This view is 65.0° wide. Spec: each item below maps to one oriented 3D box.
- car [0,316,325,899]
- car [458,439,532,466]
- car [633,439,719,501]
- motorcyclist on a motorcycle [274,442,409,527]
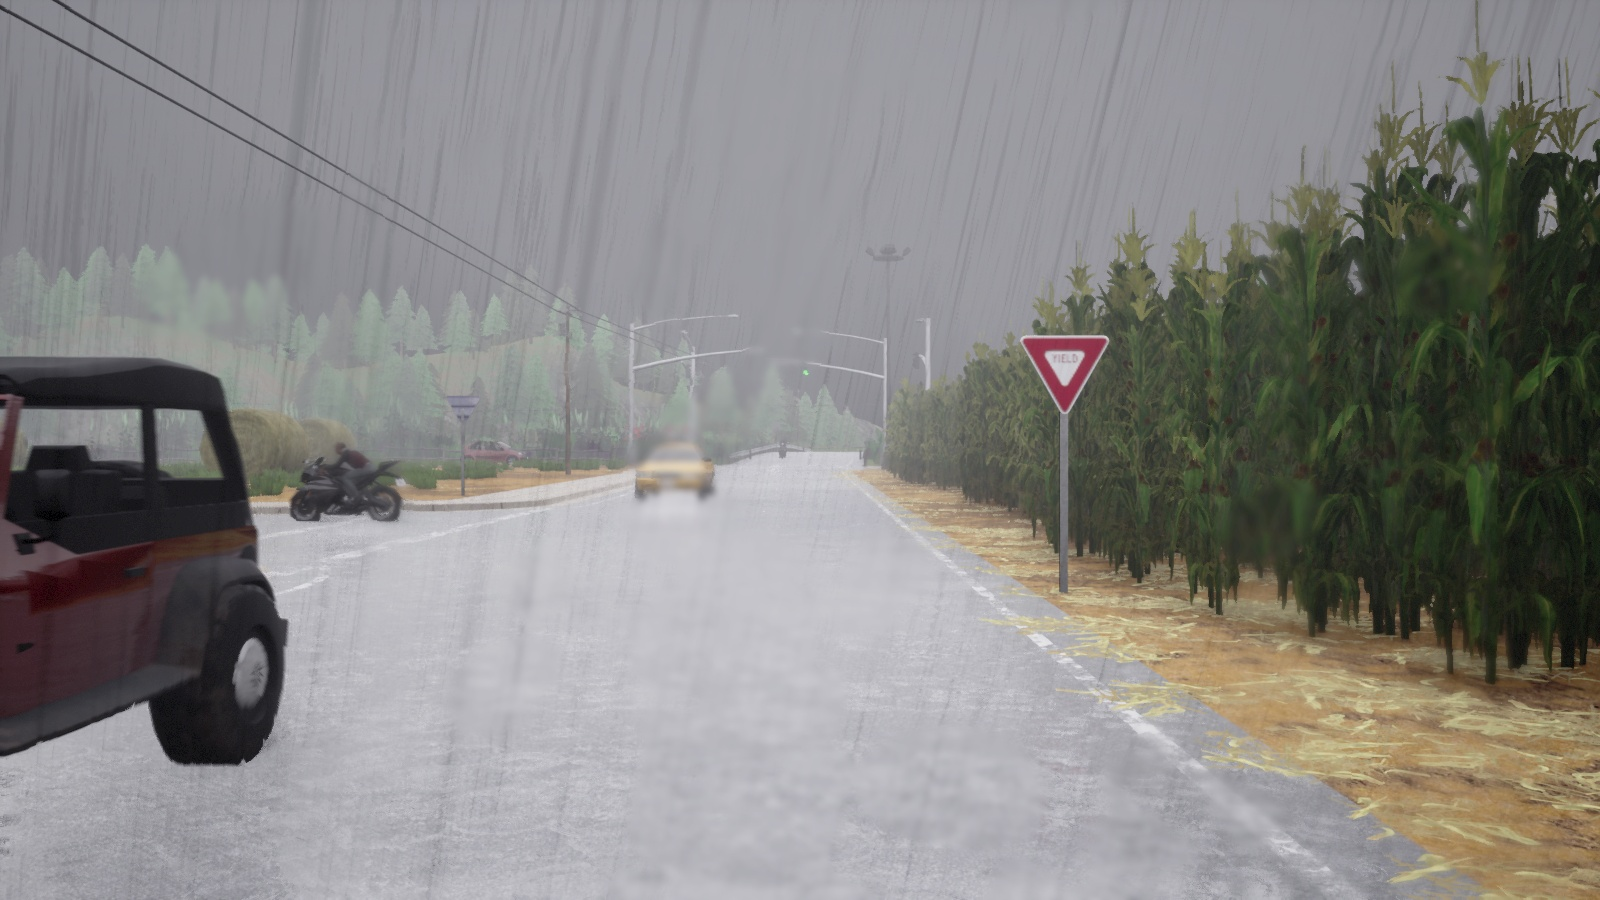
[{"bbox_3d":[-3.472,0.513,4.756,1.905,1.878,3.866,0,0,-1],"label":"car"},{"bbox_3d":[-18.478,0.165,76.190,3.988,1.617,1.851,0,0,3],"label":"car"},{"bbox_3d":[-3.299,0.489,34.269,1.801,1.575,5.366,0,0,0],"label":"car"},{"bbox_3d":[-8.494,0.619,23.325,2.191,1.530,0.866,0,1,6],"label":"motorcyclist on a motorcycle"}]
